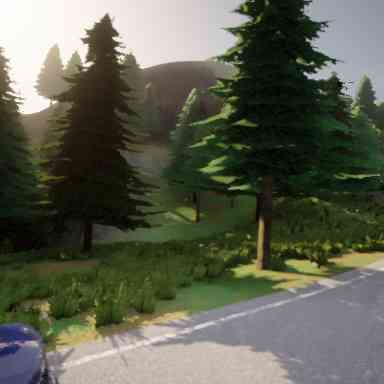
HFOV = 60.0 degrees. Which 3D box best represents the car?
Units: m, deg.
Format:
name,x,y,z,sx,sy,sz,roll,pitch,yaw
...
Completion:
name,x,y,z,sx,sy,sz,roll,pitch,yaw
car,-3.062,1.521,1.476,4.674,1.442,1.812,0,0,-36
